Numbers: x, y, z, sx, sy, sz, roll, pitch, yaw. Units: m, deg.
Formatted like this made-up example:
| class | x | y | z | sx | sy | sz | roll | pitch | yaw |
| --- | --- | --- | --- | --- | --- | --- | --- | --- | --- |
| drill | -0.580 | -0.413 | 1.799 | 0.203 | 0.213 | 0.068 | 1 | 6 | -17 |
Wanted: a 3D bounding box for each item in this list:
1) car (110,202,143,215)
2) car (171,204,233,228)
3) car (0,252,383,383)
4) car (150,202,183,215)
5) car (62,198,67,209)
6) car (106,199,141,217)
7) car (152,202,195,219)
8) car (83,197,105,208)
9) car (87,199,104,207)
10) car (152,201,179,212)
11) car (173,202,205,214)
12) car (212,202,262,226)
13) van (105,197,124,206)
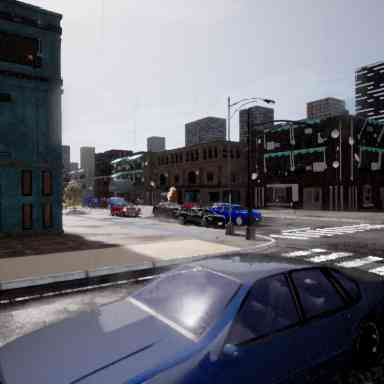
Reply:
| class | x | y | z | sx | sy | sz | roll | pitch | yaw |
| --- | --- | --- | --- | --- | --- | --- | --- | --- | --- |
| car | -8.343 | 1.989 | 41.915 | 2.033 | 1.411 | 5.357 | -1 | 0 | -35 |
| car | 0.660 | 1.814 | 24.549 | 1.947 | 1.339 | 4.313 | -2 | 0 | -35 |
| car | 0.610 | 1.547 | 4.119 | 5.357 | 1.411 | 2.033 | 0 | 0 | -35 |
| car | -3.137 | 1.923 | 40.100 | 1.994 | 1.385 | 4.181 | -1 | 0 | -35 |
| car | -23.223 | 2.233 | 58.344 | 1.752 | 1.417 | 4.829 | -1 | 0 | -35 |
| car | -7.285 | 1.846 | 35.928 | 1.967 | 1.590 | 4.097 | -1 | 0 | -35 |
| car | -2.212 | 1.813 | 33.282 | 2.128 | 1.511 | 4.902 | -1 | 0 | -35 |
| car | -18.904 | 1.877 | 62.272 | 2.150 | 2.045 | 5.566 | -1 | 0 | -35 |
| car | -19.701 | 2.228 | 67.851 | 1.887 | 1.381 | 4.507 | -1 | 0 | -35 |
| car | -3.661 | 1.966 | 45.297 | 1.802 | 1.307 | 4.206 | -2 | 0 | -35 |
| car | -0.454 | 1.904 | 40.786 | 1.802 | 1.307 | 4.206 | -2 | 0 | -35 |
| car | 3.187 | 1.692 | 25.685 | 1.882 | 1.535 | 5.008 | -1 | 0 | -36 |
| van | -13.290 | 1.907 | 58.829 | 1.690 | 1.788 | 3.998 | -1 | 0 | -35 |
